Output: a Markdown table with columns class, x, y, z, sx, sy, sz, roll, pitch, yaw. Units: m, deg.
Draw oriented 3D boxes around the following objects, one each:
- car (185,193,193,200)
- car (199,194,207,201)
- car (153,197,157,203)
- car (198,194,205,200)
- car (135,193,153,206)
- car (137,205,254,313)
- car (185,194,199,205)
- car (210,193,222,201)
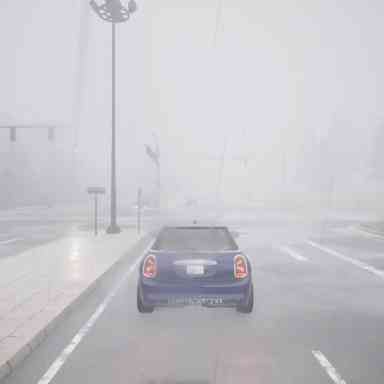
| class | x | y | z | sx | sy | sz | roll | pitch | yaw |
| --- | --- | --- | --- | --- | --- | --- | --- | --- | --- |
| car | -0.814 | 1.189 | 95.506 | 2.150 | 2.045 | 5.566 | 0 | 0 | -1 |
| car | 2.851 | 1.513 | 85.208 | 1.812 | 1.442 | 4.674 | 0 | 0 | -1 |
| car | -8.368 | 1.547 | 65.619 | 2.033 | 1.411 | 5.357 | 0 | 0 | 0 |
| car | 2.686 | 1.442 | 95.532 | 1.882 | 1.535 | 5.008 | 0 | 0 | -1 |
| car | -8.270 | 1.352 | 56.005 | 2.097 | 1.767 | 4.553 | 0 | 0 | -1 |
| car | 0.071 | 1.352 | 7.826 | 2.097 | 1.767 | 4.553 | 0 | 0 | 0 |
| car | -0.161 | 1.526 | 54.646 | 1.812 | 1.442 | 4.674 | 0 | 0 | -1 |
| car | 6.356 | 1.215 | 84.937 | 2.150 | 2.045 | 5.566 | 0 | 0 | -1 |
